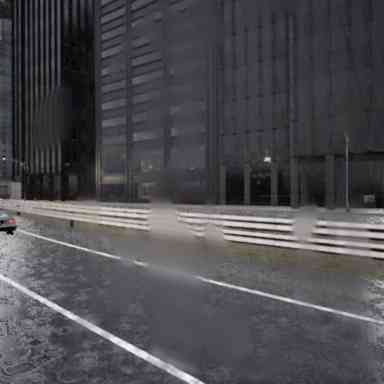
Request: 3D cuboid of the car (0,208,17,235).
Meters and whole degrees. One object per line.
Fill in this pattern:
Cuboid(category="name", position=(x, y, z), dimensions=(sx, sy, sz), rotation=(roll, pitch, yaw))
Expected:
Cuboid(category="car", position=(-10.936, 1.497, 17.735), dimensions=(2.033, 1.411, 5.357), rotation=(0, 0, -42))
